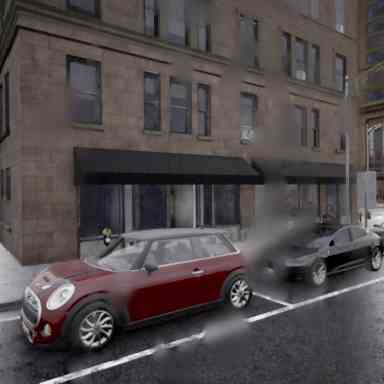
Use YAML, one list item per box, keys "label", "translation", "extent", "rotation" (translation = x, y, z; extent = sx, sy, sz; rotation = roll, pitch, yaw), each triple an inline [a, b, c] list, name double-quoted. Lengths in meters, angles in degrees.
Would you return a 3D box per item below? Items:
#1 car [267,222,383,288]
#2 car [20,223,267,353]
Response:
- label: "car"
  translation: [3.634, 1.564, 9.257]
  extent: [4.313, 1.339, 1.947]
  rotation: [0, -1, -36]
- label: "car"
  translation: [-0.847, 1.439, 6.058]
  extent: [4.097, 1.590, 1.967]
  rotation: [0, -1, -36]
